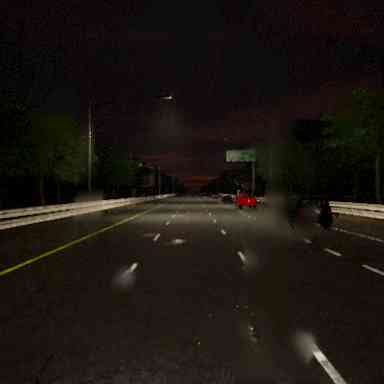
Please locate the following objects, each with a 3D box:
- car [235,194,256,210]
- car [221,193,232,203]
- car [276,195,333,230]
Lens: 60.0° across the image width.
[{"bbox_3d":[7.091,1.222,44.151,2.150,2.045,5.566,0,0,0],"label":"car"},{"bbox_3d":[7.233,1.482,68.773,1.837,1.490,4.892,0,0,0],"label":"car"},{"bbox_3d":[7.018,1.226,21.316,2.150,2.045,5.566,0,0,0],"label":"car"}]
